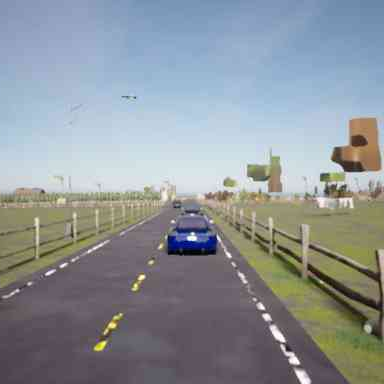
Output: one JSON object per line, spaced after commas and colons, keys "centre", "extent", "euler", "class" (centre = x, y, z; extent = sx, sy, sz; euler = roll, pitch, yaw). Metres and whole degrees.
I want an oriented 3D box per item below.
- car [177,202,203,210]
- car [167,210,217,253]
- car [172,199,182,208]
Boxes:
{"centre": [0.023, 1.861, 29.301], "extent": [1.994, 1.385, 4.181], "euler": [0, -1, 0], "class": "car"}
{"centre": [0.012, 1.703, 14.309], "extent": [1.994, 1.385, 4.181], "euler": [0, -1, 0], "class": "car"}
{"centre": [-2.716, 2.166, 61.448], "extent": [1.837, 1.490, 4.892], "euler": [0, -1, 0], "class": "car"}
